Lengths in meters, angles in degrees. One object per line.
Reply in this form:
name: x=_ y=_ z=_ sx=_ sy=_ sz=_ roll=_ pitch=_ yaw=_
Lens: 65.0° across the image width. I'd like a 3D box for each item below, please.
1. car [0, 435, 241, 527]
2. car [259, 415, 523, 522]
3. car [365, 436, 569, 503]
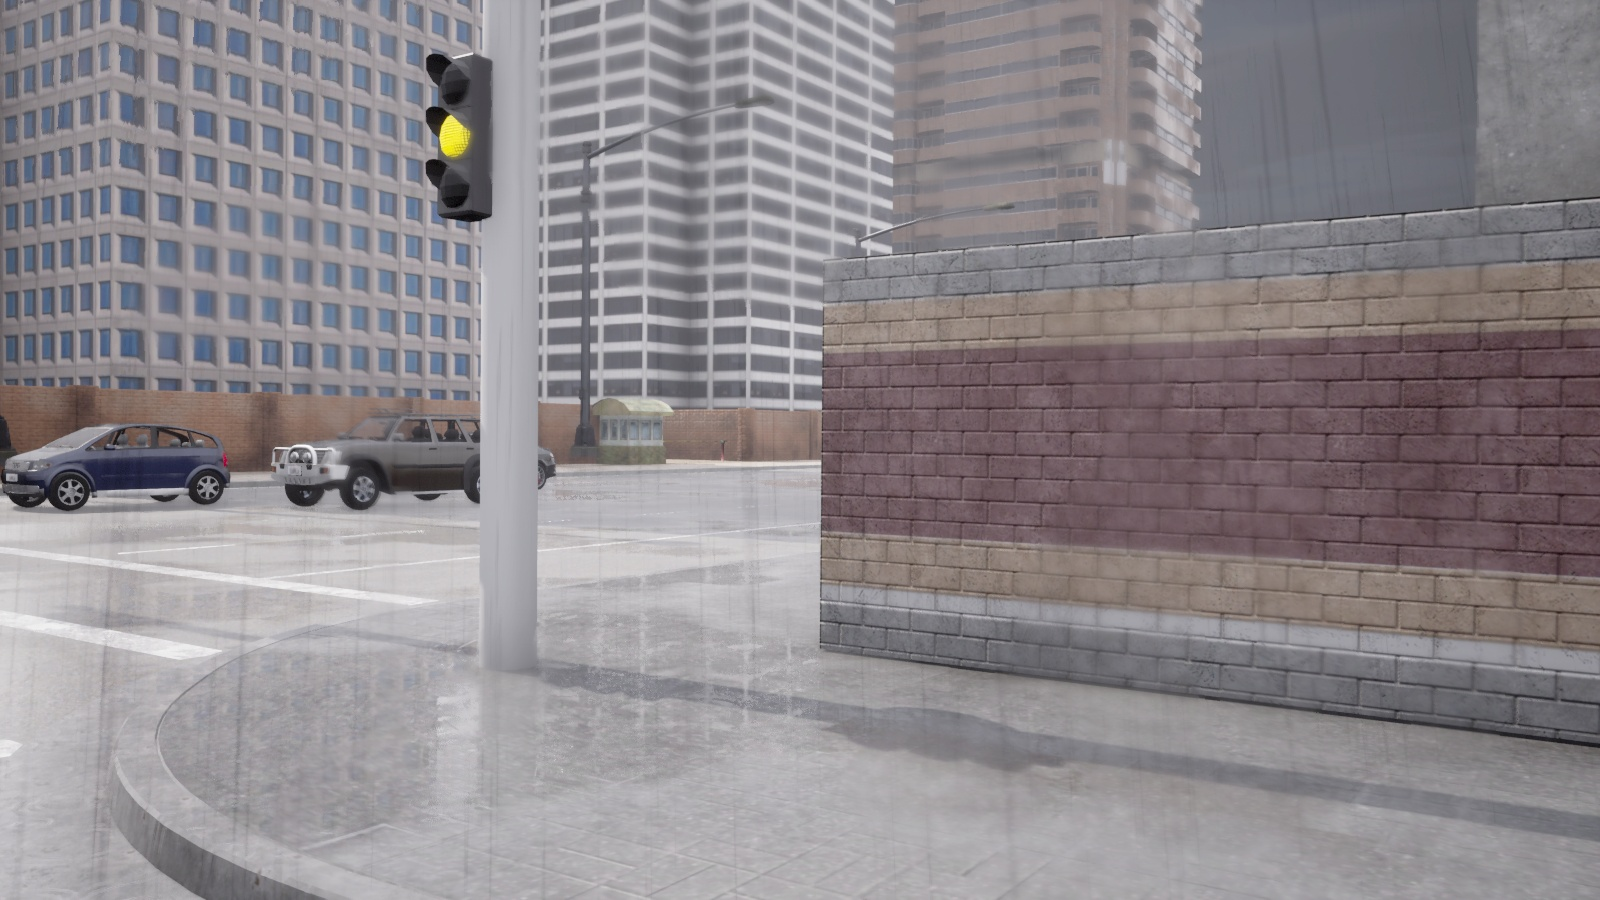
car: x=-12.628 y=0.506 z=23.310 sx=1.789 sy=1.549 sz=3.705 roll=0 pitch=1 yaw=34
car: x=-7.761 y=0.287 z=24.273 sx=1.932 sy=1.855 sz=4.605 roll=0 pitch=1 yaw=34
car: x=-7.915 y=0.415 z=30.289 sx=1.812 sy=1.442 sz=4.674 roll=0 pitch=1 yaw=34
